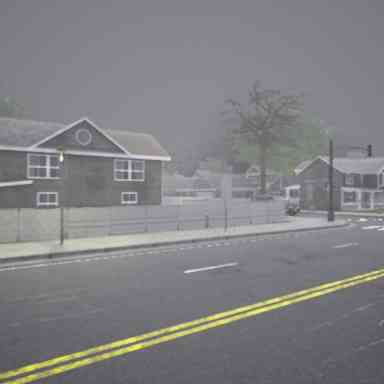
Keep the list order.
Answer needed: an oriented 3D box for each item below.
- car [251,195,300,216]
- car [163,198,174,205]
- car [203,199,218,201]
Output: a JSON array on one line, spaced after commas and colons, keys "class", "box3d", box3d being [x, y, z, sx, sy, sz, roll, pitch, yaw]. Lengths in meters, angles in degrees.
[{"class": "car", "box3d": [8.337, 1.342, 34.174, 2.150, 2.045, 5.566, 0, 0, -35]}, {"class": "car", "box3d": [-4.724, 1.661, 52.643, 1.837, 1.490, 4.892, 0, 1, -35]}, {"class": "car", "box3d": [2.491, 1.615, 42.427, 1.882, 1.535, 5.008, 0, 0, -35]}]
